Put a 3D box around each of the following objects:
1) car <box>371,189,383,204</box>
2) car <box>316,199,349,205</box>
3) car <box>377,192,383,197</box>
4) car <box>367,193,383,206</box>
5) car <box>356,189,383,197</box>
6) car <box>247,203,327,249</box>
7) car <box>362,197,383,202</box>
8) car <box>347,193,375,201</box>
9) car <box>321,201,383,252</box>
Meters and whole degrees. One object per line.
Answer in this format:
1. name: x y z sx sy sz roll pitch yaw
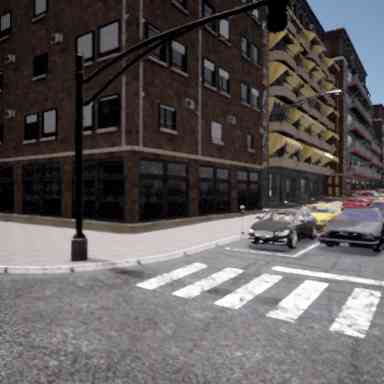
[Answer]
1. car: 26.043 0.551 45.346 2.192 1.841 5.009 1 2 35
2. car: 6.831 1.221 17.816 1.752 1.417 4.829 1 2 35
3. car: 18.100 0.980 29.441 2.128 1.511 4.902 0 1 35
4. car: 22.759 0.840 40.646 1.752 1.417 4.829 1 2 35
5. car: 16.487 0.779 31.649 2.192 1.841 5.009 1 2 35
6. car: 3.742 1.321 13.390 2.008 1.369 4.403 1 2 35
7. car: 12.358 1.227 21.230 1.895 1.301 4.718 0 1 35
8. car: 13.300 1.085 27.088 1.887 1.381 4.507 1 2 35
9. car: 6.697 1.311 13.071 2.033 1.411 5.357 0 1 39
